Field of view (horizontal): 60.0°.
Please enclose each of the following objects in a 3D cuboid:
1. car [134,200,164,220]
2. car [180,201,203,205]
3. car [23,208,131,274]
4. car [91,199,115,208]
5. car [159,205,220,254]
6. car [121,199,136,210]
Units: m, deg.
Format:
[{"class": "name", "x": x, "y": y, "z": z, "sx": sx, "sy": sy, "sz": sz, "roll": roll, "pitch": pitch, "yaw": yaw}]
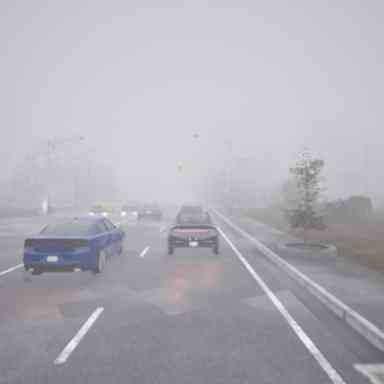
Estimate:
[{"class": "car", "x": -3.534, "y": 1.611, "z": 29.041, "sx": 1.994, "sy": 1.385, "sz": 4.181, "roll": 0, "pitch": 0, "yaw": 0}, {"class": "car", "x": -0.039, "y": 1.526, "z": 29.821, "sx": 1.882, "sy": 1.535, "sz": 5.008, "roll": 0, "pitch": 0, "yaw": 0}, {"class": "car", "x": -3.442, "y": 1.496, "z": 10.652, "sx": 1.882, "sy": 1.535, "sz": 5.008, "roll": 0, "pitch": 0, "yaw": 0}, {"class": "car", "x": -10.700, "y": 1.545, "z": 40.135, "sx": 1.882, "sy": 1.535, "sz": 5.008, "roll": 0, "pitch": 0, "yaw": 0}, {"class": "car", "x": 0.045, "y": 1.515, "z": 13.491, "sx": 2.128, "sy": 1.511, "sz": 4.902, "roll": 0, "pitch": 0, "yaw": 0}, {"class": "car", "x": -7.199, "y": 1.614, "z": 40.411, "sx": 2.033, "sy": 1.411, "sz": 5.357, "roll": 0, "pitch": 0, "yaw": 0}]
